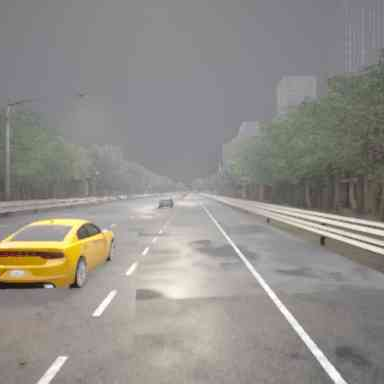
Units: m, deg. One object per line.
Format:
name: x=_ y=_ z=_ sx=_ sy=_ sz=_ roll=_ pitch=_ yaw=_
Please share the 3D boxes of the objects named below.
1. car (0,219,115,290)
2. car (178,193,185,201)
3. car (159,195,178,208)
car: x=-3.499 y=1.480 z=9.152 sx=1.882 sy=1.535 sz=5.008 roll=0 pitch=0 yaw=0
car: x=-3.507 y=1.386 z=85.950 sx=1.882 sy=1.535 sz=5.008 roll=0 pitch=0 yaw=0
car: x=-3.505 y=1.454 z=46.281 sx=2.128 sy=1.511 sz=4.902 roll=0 pitch=0 yaw=0
